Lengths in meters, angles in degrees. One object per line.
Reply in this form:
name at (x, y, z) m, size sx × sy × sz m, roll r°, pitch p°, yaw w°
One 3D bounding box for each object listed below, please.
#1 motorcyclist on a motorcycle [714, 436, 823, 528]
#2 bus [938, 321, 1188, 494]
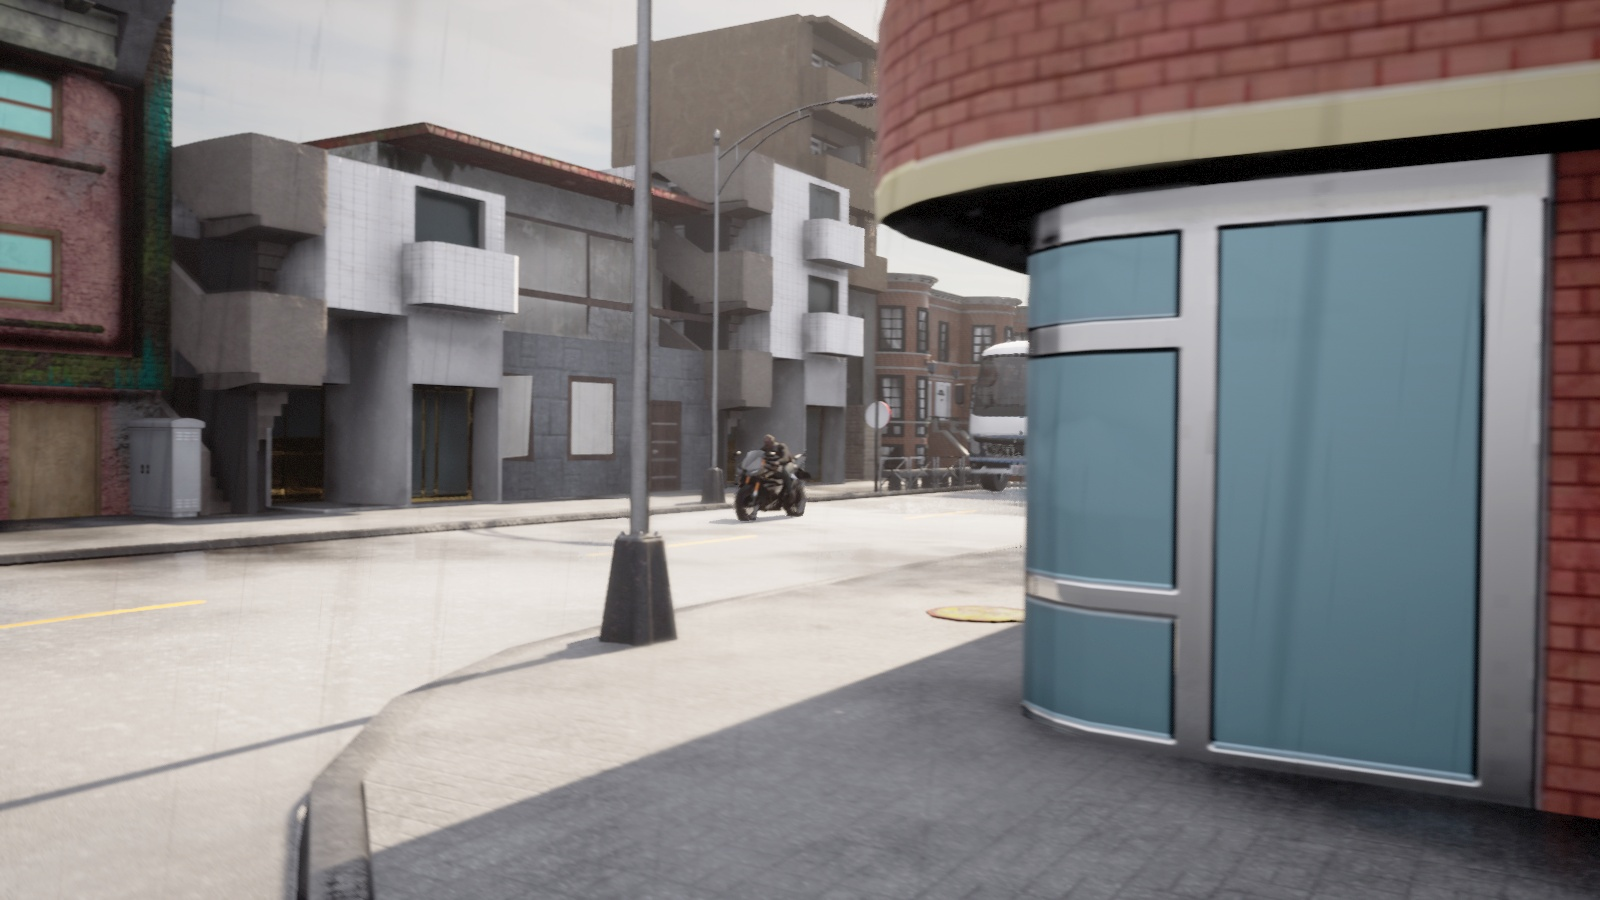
motorcyclist on a motorcycle at (-0.527, 0.520, 22.169) m, size 0.866 × 1.530 × 2.191 m, roll 0°, pitch 1°, yaw 31°
bus at (7.964, -1.112, 36.401) m, size 3.944 × 4.253 × 10.273 m, roll 0°, pitch 1°, yaw 31°
